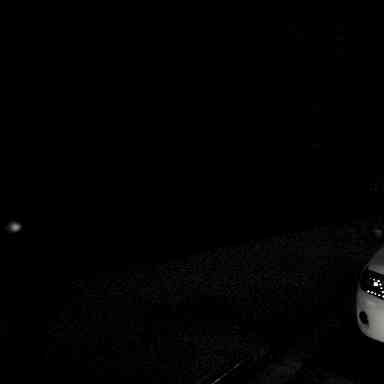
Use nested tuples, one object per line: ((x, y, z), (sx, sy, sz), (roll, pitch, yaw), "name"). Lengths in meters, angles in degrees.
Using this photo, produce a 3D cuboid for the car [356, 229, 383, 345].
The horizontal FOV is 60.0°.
((4.614, 1.215, 5.754), (2.150, 2.045, 5.566), (0, 0, 40), "car")
